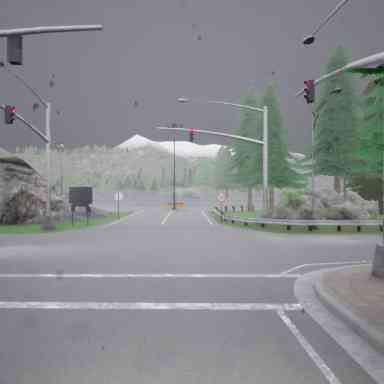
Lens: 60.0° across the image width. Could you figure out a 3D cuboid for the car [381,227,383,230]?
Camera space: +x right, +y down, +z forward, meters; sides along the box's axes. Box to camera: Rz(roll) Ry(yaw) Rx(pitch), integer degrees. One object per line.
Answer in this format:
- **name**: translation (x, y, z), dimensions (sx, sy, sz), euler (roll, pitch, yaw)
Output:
- **car**: translation (12.498, 1.792, 17.144), dimensions (4.718, 1.301, 1.895), euler (0, 0, 0)
